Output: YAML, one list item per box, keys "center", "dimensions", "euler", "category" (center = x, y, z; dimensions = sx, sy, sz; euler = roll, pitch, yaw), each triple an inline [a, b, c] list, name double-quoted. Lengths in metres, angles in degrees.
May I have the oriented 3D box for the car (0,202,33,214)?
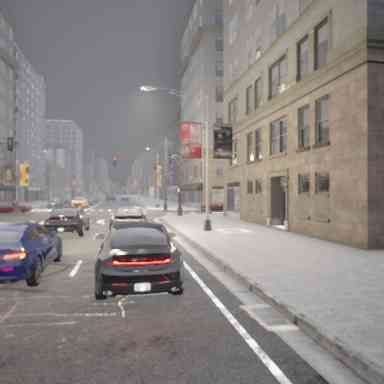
- center: [-18.734, 1.639, 33.318]
  dimensions: [4.718, 1.301, 1.895]
  euler: [0, 0, -11]
  category: "car"

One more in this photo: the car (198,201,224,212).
- center: [3.043, 1.680, 37.781]
  dimensions: [4.718, 1.301, 1.895]
  euler: [0, 0, -9]
  category: "car"

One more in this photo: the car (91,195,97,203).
- center: [-18.340, 1.416, 58.045]
  dimensions: [2.097, 1.767, 4.553]
  euler: [0, 0, -12]
  category: "car"

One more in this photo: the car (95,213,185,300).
- center: [-1.397, 1.512, 8.524]
  dimensions: [1.837, 1.490, 4.892]
  euler: [0, 0, -12]
  category: "car"

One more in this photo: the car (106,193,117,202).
- center: [-19.007, 1.299, 77.772]
  dimensions: [2.150, 2.045, 5.566]
  euler: [0, 0, -12]
  category: "car"

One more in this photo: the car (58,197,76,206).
- center: [-21.600, 1.612, 57.743]
  dimensions: [2.033, 1.411, 5.357]
  euler: [0, 0, -11]
  category: "car"

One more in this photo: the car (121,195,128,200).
- center: [-17.909, 1.453, 88.603]
  dimensions: [1.837, 1.490, 4.892]
  euler: [0, 0, -12]
  category: "car"

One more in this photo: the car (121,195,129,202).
- center: [-15.817, 1.551, 78.395]
  dimensions: [1.882, 1.535, 5.008]
  euler: [0, 0, -12]
  category: "car"

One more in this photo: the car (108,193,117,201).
- center: [-21.099, 1.178, 87.980]
  dimensions: [2.150, 2.045, 5.566]
  euler: [0, 0, -12]
  category: "car"

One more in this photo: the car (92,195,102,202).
- center: [-22.526, 1.542, 78.753]
  dimensions: [1.837, 1.490, 4.892]
  euler: [0, 0, -12]
  category: "car"

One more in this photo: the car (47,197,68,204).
- center: [-19.720, 1.547, 48.179]
  dimensions: [2.128, 1.511, 4.902]
  euler: [0, 0, -15]
  category: "car"

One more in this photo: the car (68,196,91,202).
- center: [-16.511, 1.533, 48.964]
  dimensions: [1.882, 1.535, 5.008]
  euler: [0, 0, -12]
  category: "car"

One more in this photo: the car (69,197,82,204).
- center: [-23.553, 1.668, 67.579]
  dimensions: [1.895, 1.301, 4.718]
  euler: [0, 0, -12]
  category: "car"

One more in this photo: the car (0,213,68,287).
- center: [-4.823, 1.535, 9.076]
  dimensions: [1.812, 1.442, 4.674]
  euler: [0, 0, -12]
  category: "car"

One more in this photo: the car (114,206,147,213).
- center: [-3.365, 1.508, 17.639]
  dimensions: [2.128, 1.511, 4.902]
  euler: [0, 0, -12]
  category: "car"

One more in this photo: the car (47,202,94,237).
- center: [-6.660, 1.523, 18.038]
  dimensions: [1.837, 1.490, 4.892]
  euler: [0, 0, -12]
  category: "car"

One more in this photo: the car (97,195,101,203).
- center: [-20.250, 1.625, 67.650]
  dimensions: [1.994, 1.385, 4.181]
  euler: [0, 0, -12]
  category: "car"
